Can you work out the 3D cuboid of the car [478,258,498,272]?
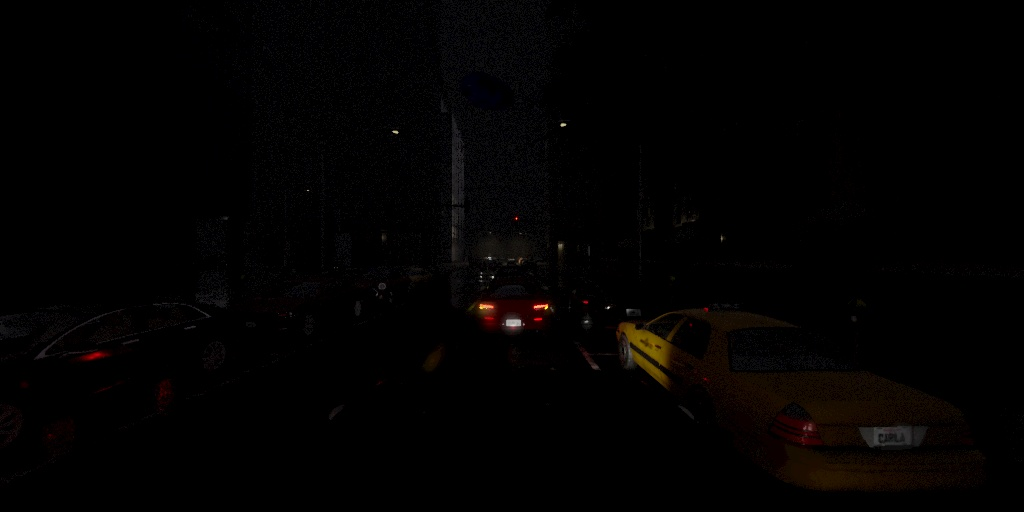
[{"bbox_3d":[-3.153,1.286,47.915,1.812,1.442,4.674,0,0,0],"label":"car"}]

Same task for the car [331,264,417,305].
[{"bbox_3d":[-5.778,1.191,15.640,1.967,1.591,4.097,0,0,0],"label":"car"}]

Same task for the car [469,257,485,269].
[{"bbox_3d":[-5.830,1.079,58.504,2.192,1.841,5.009,0,0,0],"label":"car"}]

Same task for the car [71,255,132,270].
[{"bbox_3d":[-37.280,0.622,32.486,4.181,1.385,1.994,1,0,-1],"label":"car"}]

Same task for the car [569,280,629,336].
[{"bbox_3d":[2.754,1.316,10.195,1.948,1.339,4.313,0,0,0],"label":"car"}]

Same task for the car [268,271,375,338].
[{"bbox_3d":[-5.772,1.295,10.183,1.888,1.381,4.507,0,0,0],"label":"car"}]

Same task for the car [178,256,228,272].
[{"bbox_3d":[-27.357,0.752,32.511,4.892,1.490,1.837,1,0,0],"label":"car"}]

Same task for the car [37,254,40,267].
[{"bbox_3d":[-49.864,0.175,35.649,4.553,1.767,2.097,1,0,0],"label":"car"}]

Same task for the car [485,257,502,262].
[{"bbox_3d":[-3.152,1.328,57.882,1.994,1.385,4.181,0,0,0],"label":"car"}]

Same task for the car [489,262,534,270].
[{"bbox_3d":[-0.002,1.256,18.895,1.837,1.490,4.892,0,0,0],"label":"car"}]

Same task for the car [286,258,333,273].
[{"bbox_3d":[-17.858,0.936,32.540,4.892,1.490,1.837,1,0,0],"label":"car"}]

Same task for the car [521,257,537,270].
[{"bbox_3d":[2.702,1.202,53.077,1.967,1.591,4.097,0,0,0],"label":"car"}]

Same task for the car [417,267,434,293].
[{"bbox_3d":[-5.785,1.277,20.926,1.751,1.417,4.829,0,0,0],"label":"car"}]

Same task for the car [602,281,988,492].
[{"bbox_3d":[2.760,1.275,4.908,1.751,1.417,4.829,0,0,0],"label":"car"}]

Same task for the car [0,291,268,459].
[{"bbox_3d":[-5.765,1.300,4.726,2.007,1.370,4.403,0,0,0],"label":"car"}]

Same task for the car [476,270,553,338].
[{"bbox_3d":[0.060,1.276,10.028,1.812,1.442,4.674,0,0,0],"label":"car"}]
